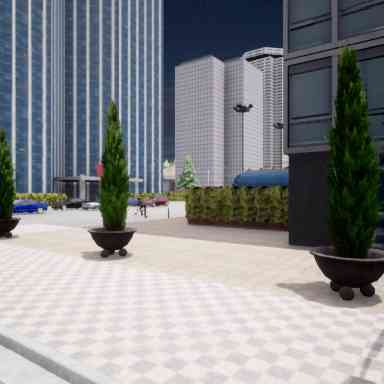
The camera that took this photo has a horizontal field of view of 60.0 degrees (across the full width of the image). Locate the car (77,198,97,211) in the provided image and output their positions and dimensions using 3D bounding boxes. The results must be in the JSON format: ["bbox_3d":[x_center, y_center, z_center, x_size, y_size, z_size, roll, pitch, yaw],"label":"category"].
[{"bbox_3d":[-11.397,1.601,41.544,1.895,1.301,4.718,0,0,35],"label":"car"}]

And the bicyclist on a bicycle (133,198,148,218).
[{"bbox_3d":[-4.129,1.301,26.687,1.656,1.620,0.582,0,0,35],"label":"bicyclist on a bicycle"}]

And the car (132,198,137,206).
[{"bbox_3d":[-9.350,1.547,50.540,2.033,1.411,5.357,0,0,35],"label":"car"}]

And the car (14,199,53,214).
[{"bbox_3d":[-17.104,1.477,33.409,1.882,1.535,5.008,0,0,35],"label":"car"}]

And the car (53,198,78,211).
[{"bbox_3d":[-15.275,1.477,42.113,1.882,1.535,5.008,0,0,35],"label":"car"}]

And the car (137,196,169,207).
[{"bbox_3d":[-5.553,1.352,49.847,2.097,1.767,4.553,0,0,35],"label":"car"}]
